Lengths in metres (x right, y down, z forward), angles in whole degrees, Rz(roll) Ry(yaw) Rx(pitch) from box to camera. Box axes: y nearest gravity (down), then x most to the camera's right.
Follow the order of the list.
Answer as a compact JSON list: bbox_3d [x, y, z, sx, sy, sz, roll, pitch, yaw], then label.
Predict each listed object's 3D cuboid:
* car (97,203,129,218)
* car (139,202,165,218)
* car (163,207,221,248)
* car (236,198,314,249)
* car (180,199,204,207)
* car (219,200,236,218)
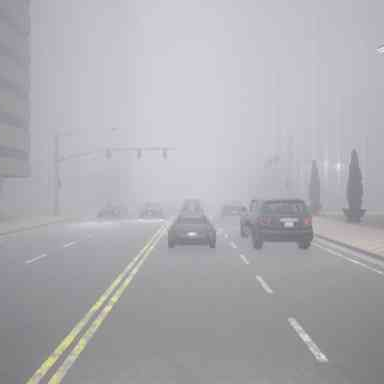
[{"bbox_3d":[-7.000,1.654,29.667,1.895,1.301,4.718,0,0,0],"label":"car"},{"bbox_3d":[-3.500,1.599,29.697,1.994,1.385,4.181,0,0,0],"label":"car"},{"bbox_3d":[0.000,1.571,14.650,1.994,1.385,4.181,0,0,0],"label":"car"},{"bbox_3d":[3.500,1.257,14.680,2.150,2.045,5.566,0,0,0],"label":"car"},{"bbox_3d":[0.000,1.365,29.620,2.097,1.767,4.553,0,0,0],"label":"car"},{"bbox_3d":[3.500,1.484,29.650,1.882,1.535,5.008,0,0,0],"label":"car"}]
